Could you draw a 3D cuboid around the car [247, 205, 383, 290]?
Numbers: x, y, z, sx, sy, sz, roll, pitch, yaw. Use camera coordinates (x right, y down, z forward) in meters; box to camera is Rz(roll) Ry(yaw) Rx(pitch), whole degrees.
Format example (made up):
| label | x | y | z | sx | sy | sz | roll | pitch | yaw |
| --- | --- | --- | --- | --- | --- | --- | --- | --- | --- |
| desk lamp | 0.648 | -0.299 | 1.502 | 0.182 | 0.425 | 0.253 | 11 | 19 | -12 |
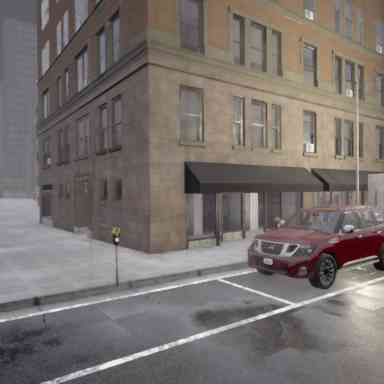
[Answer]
| label | x | y | z | sx | sy | sz | roll | pitch | yaw |
| --- | --- | --- | --- | --- | --- | --- | --- | --- | --- |
| car | 3.829 | 1.312 | 9.286 | 5.009 | 1.841 | 2.192 | 0 | -1 | -36 |
